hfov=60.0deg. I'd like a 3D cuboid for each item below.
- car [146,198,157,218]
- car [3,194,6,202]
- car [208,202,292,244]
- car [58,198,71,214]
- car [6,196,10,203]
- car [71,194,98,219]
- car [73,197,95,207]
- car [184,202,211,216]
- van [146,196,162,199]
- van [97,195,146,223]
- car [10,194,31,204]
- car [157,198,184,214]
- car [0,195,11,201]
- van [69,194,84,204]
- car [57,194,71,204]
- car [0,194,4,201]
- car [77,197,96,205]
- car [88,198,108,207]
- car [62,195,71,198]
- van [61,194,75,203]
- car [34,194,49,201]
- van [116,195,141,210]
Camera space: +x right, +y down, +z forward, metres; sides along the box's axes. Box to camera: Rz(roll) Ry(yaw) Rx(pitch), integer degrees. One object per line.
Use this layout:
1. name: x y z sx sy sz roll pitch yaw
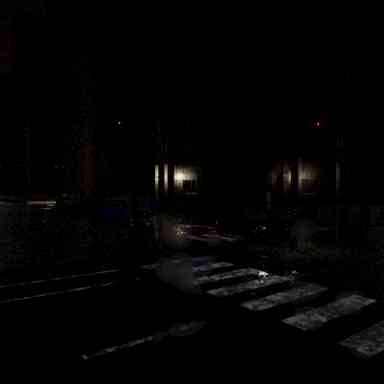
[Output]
1. car: -5.262 1.504 29.247 1.812 1.442 4.674 0 0 -36
2. car: -38.288 1.488 70.756 1.752 1.417 4.829 0 0 -36
3. car: 2.786 1.467 16.249 1.882 1.535 5.008 1 0 -21
4. car: -11.930 1.548 33.977 1.802 1.307 4.206 0 0 -36
5. car: -35.079 1.403 66.280 1.967 1.590 4.097 0 0 -36
6. car: -8.621 1.284 29.363 2.192 1.841 5.009 0 0 -36
7. car: -16.375 1.505 50.159 1.812 1.442 4.674 0 0 -35
8. car: 1.613 1.549 29.715 2.008 1.369 4.403 0 0 -36
9. van: -5.001 1.332 38.945 1.690 1.788 3.998 0 0 -36
10. van: -5.315 1.314 24.748 1.690 1.788 3.998 0 0 -36
11. car: -31.773 1.513 61.665 2.008 1.369 4.403 0 0 -36
12. car: -1.694 1.577 34.330 1.802 1.307 4.206 0 0 -36
13. car: -44.902 1.489 79.985 1.752 1.417 4.829 0 0 -36
14. van: -21.537 1.329 62.019 1.690 1.788 3.998 0 0 -36
15. car: -22.386 1.527 58.460 2.033 1.411 5.357 0 0 -36
16. car: -41.694 1.529 75.510 1.947 1.339 4.313 0 0 -36
17. car: -18.230 1.569 57.403 1.802 1.307 4.206 0 0 -36
18. car: -14.923 1.569 52.788 1.802 1.307 4.206 0 0 -36
19. car: -14.838 1.496 42.636 1.812 1.442 4.674 0 0 -35
20. van: -24.844 1.329 66.634 1.690 1.788 3.998 0 0 -36
21. car: -38.073 1.304 85.093 2.192 1.841 5.009 0 0 -36
22. van: -8.308 1.330 43.560 1.690 1.788 3.998 0 0 -36
